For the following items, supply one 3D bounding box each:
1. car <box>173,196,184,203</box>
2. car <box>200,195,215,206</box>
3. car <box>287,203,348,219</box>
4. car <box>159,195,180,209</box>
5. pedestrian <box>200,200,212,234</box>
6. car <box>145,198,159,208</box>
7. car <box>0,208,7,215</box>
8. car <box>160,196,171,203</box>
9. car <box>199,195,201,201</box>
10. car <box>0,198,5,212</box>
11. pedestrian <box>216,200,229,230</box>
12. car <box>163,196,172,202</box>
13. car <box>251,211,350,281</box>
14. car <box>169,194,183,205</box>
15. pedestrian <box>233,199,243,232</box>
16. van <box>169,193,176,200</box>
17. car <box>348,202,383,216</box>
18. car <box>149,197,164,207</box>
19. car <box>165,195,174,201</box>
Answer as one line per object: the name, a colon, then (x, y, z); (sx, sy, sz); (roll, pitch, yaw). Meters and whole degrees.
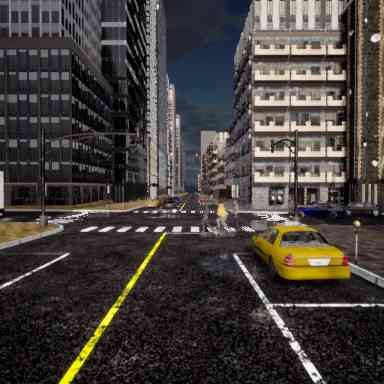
car: (-2.867, 1.530, 69.540); (2.033, 1.411, 5.357); (0, 0, 0)
car: (2.778, 1.536, 53.138); (2.008, 1.369, 4.403); (-1, 0, 0)
car: (11.071, 1.673, 30.063); (4.718, 1.301, 1.895); (0, 1, 0)
car: (-3.003, 1.492, 45.865); (1.837, 1.490, 4.892); (0, 0, 0)
pedestrian: (0.710, 1.288, 17.857); (0.375, 1.860, 0.375); (-1, 1, 0)
car: (-5.613, 1.512, 47.329); (1.752, 1.417, 4.829); (-1, 0, 0)
car: (-18.277, 1.421, 27.392); (5.357, 1.411, 2.033); (0, 1, 1)
car: (-5.569, 1.527, 70.117); (1.887, 1.381, 4.507); (-1, 0, 0)
car: (2.841, 1.420, 87.065); (1.967, 1.590, 4.097); (-1, 0, 0)
car: (-21.598, 1.274, 33.205); (4.829, 1.417, 1.752); (0, 0, 1)
pedestrian: (1.729, 1.288, 19.053); (0.375, 1.860, 0.375); (-1, 1, 0)
car: (-5.558, 1.564, 75.771); (1.802, 1.307, 4.206); (-1, 0, 0)
car: (2.825, 1.522, 9.698); (1.752, 1.417, 4.829); (-1, 0, 0)
car: (-2.982, 1.511, 55.689); (1.812, 1.442, 4.674); (0, 0, 0)
pedestrian: (2.488, 1.288, 18.451); (0.375, 1.860, 0.375); (-1, 1, 0)
van: (-5.529, 1.320, 92.736); (1.690, 1.788, 3.998); (-1, 0, 0)
car: (16.376, 1.622, 32.636); (4.403, 1.369, 2.008); (0, 1, 1)
car: (-5.601, 1.551, 53.153); (1.947, 1.339, 4.313); (-1, 0, 0)
car: (-5.548, 1.526, 81.426); (1.887, 1.381, 4.507); (-1, 0, 0)
